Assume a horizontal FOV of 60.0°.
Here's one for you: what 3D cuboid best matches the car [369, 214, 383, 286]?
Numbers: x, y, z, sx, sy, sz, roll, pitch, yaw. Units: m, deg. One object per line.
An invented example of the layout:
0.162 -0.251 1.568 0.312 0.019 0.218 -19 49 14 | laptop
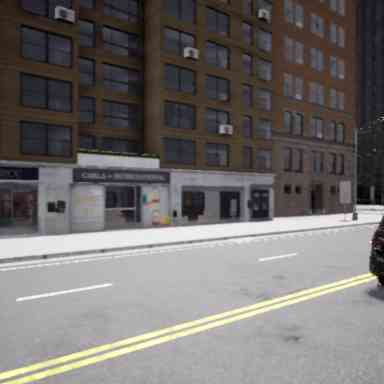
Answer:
6.546 1.271 8.114 5.566 2.045 2.150 0 0 -36 | car
